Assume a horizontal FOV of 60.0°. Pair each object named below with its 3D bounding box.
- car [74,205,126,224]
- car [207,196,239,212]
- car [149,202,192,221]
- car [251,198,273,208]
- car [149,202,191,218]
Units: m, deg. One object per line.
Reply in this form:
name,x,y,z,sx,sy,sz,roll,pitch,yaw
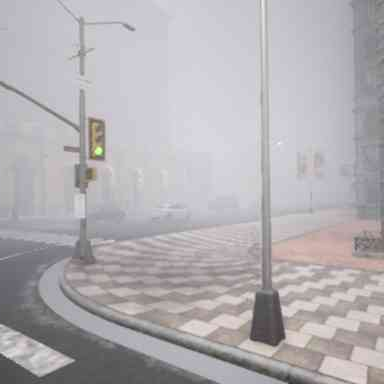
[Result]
car,-7.719,1.843,28.328,1.812,1.442,4.674,-1,-1,37
car,4.163,1.557,44.307,2.150,2.045,5.566,-1,-1,36
car,-1.903,1.799,29.989,1.812,1.442,4.674,-1,-1,37
car,11.415,1.700,54.071,2.097,1.767,4.553,-1,-1,37
car,-2.266,1.830,35.670,1.837,1.490,4.892,-1,-1,37
